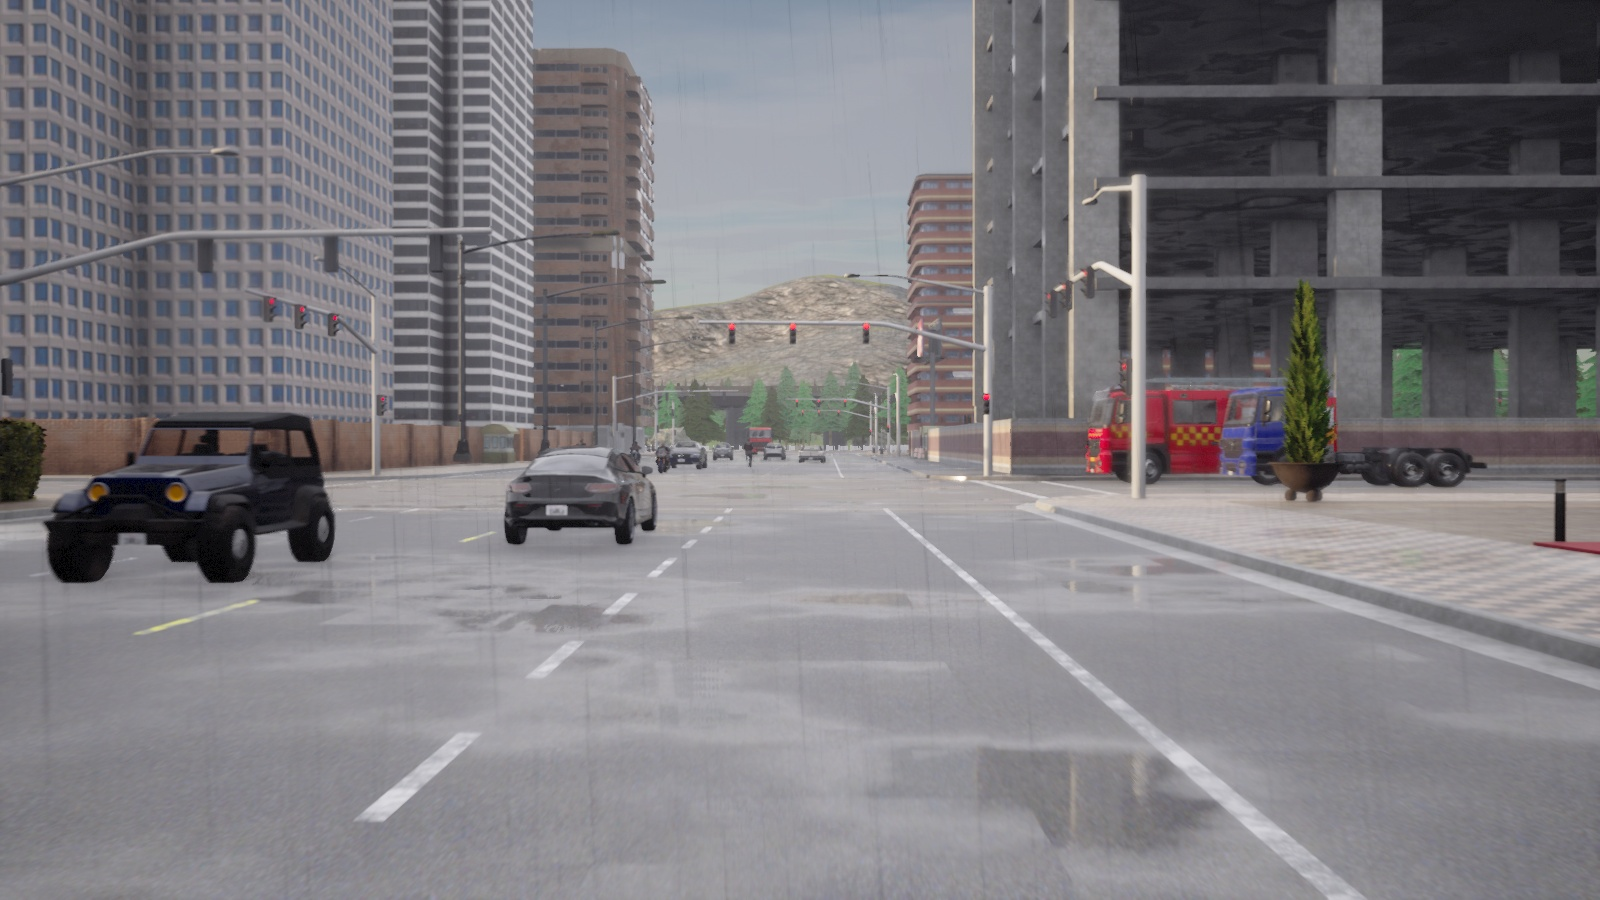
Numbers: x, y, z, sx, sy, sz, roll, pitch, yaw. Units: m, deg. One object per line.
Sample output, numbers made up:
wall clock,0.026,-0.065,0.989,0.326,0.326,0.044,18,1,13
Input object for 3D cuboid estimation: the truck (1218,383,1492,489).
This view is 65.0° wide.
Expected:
truck,18.529,-0.462,42.287,7.936,3.462,2.891,0,0,1

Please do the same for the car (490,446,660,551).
car,-3.372,0.657,19.687,1.812,1.442,4.674,0,0,0

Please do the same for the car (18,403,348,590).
car,-6.902,0.454,14.556,1.905,1.878,3.866,0,0,0

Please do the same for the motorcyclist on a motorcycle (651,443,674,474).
motorcyclist on a motorcycle,-6.775,0.422,62.088,0.866,1.530,2.191,0,0,1

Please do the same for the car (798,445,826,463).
car,0.937,0.310,94.347,1.895,1.301,4.718,0,0,3

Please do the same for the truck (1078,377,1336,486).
truck,14.690,-0.667,45.829,8.468,3.827,2.891,0,0,1

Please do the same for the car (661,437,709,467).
car,-6.560,0.108,72.190,2.152,1.651,5.027,0,0,1
